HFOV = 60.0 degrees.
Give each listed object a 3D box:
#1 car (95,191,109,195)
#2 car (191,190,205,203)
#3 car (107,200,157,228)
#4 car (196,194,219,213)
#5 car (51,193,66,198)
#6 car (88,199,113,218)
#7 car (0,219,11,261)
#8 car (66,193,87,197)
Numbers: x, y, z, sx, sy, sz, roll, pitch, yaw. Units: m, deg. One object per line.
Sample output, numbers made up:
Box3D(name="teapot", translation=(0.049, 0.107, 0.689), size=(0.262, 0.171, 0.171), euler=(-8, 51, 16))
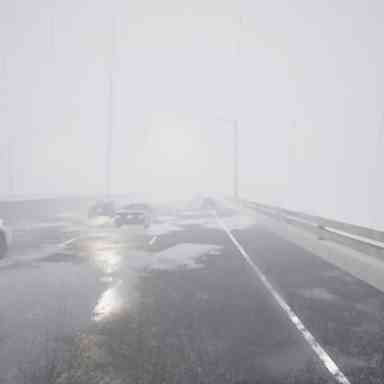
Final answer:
Box3D(name="car", translation=(-16.415, 0.699, 60.696), size=(2.097, 1.767, 4.553), euler=(0, 1, 3))
Box3D(name="car", translation=(0.815, 0.945, 51.417), size=(1.837, 1.490, 4.892), euler=(0, 1, 2))
Box3D(name="car", translation=(-3.264, 1.317, 20.027), size=(2.033, 1.411, 5.357), euler=(0, 1, 1))
Box3D(name="car", translation=(1.542, 1.170, 31.697), size=(1.812, 1.442, 4.674), euler=(0, 1, 1))
Box3D(name="car", translation=(-23.466, 0.926, 59.103), size=(1.994, 1.385, 4.181), euler=(0, 1, 2))
Box3D(name="car", translation=(-6.673, 1.267, 26.102), size=(1.994, 1.385, 4.181), euler=(0, 1, 1))
Box3D(name="car", translation=(-6.868, 1.122, 8.256), size=(2.150, 2.045, 5.566), euler=(0, 1, 0))
Box3D(name="car", translation=(-19.978, 0.926, 58.992), size=(1.994, 1.385, 4.181), euler=(0, 1, 2))
